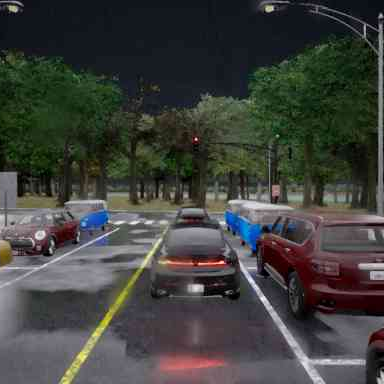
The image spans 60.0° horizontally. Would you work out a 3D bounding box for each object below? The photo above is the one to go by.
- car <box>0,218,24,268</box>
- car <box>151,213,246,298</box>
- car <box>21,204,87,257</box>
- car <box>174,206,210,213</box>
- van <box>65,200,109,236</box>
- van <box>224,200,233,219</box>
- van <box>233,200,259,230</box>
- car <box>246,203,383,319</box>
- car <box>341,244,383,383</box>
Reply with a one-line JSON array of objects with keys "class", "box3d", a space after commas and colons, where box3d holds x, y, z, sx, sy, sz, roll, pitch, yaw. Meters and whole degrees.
[{"class": "car", "box3d": [-5.764, 1.525, 7.126, 1.752, 1.417, 4.829, 0, 0, 0]}, {"class": "car", "box3d": [0.076, 1.505, 8.469, 1.837, 1.490, 4.892, 0, 0, 0]}, {"class": "car", "box3d": [-5.765, 1.441, 12.733, 1.967, 1.590, 4.097, 0, 0, 0]}, {"class": "car", "box3d": [0.009, 1.506, 17.874, 1.837, 1.490, 4.892, 0, 0, -1]}, {"class": "van", "box3d": [-5.766, 1.342, 18.171, 1.690, 1.788, 3.998, 0, 0, 0]}, {"class": "van", "box3d": [2.759, 1.342, 18.172, 1.690, 1.788, 3.998, 0, 0, 0]}, {"class": "van", "box3d": [2.760, 1.342, 12.735, 1.690, 1.788, 3.998, 0, 0, 0]}, {"class": "car", "box3d": [2.761, 1.315, 7.297, 2.192, 1.841, 5.009, 0, 0, 0]}, {"class": "car", "box3d": [2.762, 1.440, 1.859, 1.967, 1.590, 4.097, 0, 0, 0]}]
